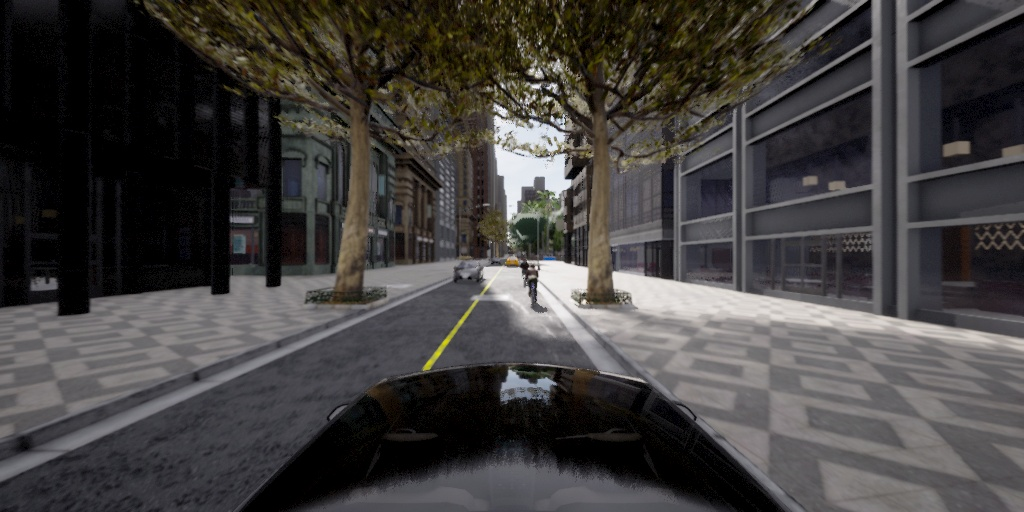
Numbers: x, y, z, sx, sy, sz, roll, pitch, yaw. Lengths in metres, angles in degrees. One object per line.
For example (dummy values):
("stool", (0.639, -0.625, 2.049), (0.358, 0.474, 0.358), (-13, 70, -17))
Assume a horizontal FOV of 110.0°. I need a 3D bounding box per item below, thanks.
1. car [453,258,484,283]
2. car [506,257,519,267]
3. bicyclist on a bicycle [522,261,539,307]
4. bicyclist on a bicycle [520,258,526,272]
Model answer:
("car", (-3.099, 1.110, 26.193), (2.128, 1.511, 4.902), (0, 0, 0))
("car", (0.078, 0.944, 58.696), (1.882, 1.535, 5.008), (0, 0, 0))
("bicyclist on a bicycle", (0.822, 1.135, 14.070), (0.582, 1.620, 1.656), (0, 0, 0))
("bicyclist on a bicycle", (0.820, 1.002, 23.682), (0.659, 1.776, 1.843), (0, 1, 0))
